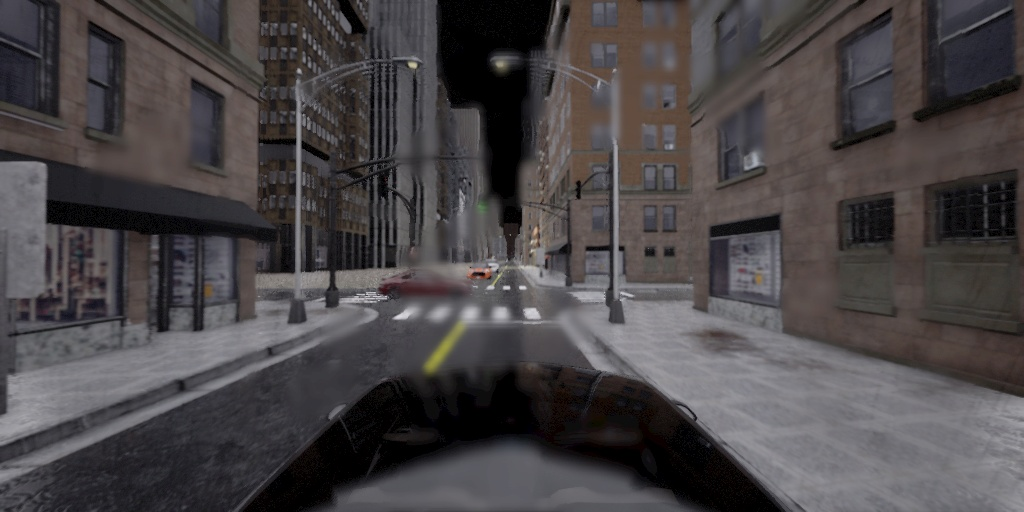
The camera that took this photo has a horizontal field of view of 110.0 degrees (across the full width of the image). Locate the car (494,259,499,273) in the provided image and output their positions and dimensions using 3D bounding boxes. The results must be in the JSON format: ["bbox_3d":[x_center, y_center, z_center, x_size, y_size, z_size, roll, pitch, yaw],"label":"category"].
[{"bbox_3d":[-3.095,1.478,52.525,2.150,2.045,5.566,0,-1,0],"label":"car"}]

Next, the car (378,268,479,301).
[{"bbox_3d":[-4.188,1.445,17.789,4.674,1.442,1.812,0,-1,0],"label":"car"}]

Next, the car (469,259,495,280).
[{"bbox_3d":[-3.108,1.439,35.573,2.097,1.767,4.553,0,-1,0],"label":"car"}]
